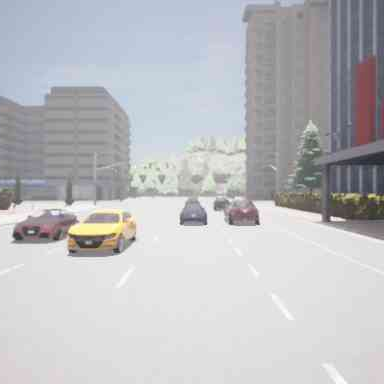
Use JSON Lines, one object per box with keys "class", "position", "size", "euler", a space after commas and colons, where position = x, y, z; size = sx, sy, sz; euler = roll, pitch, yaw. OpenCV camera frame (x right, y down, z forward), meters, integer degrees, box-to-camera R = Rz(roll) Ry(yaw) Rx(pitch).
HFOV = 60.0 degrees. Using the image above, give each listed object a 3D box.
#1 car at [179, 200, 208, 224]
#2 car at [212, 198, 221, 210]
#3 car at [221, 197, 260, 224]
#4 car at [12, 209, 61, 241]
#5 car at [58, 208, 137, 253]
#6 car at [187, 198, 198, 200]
{"class": "car", "position": [0.106, 1.532, 24.379], "size": [1.994, 1.385, 4.181], "euler": [0, 0, 0]}
{"class": "car", "position": [3.585, 1.423, 41.101], "size": [1.882, 1.535, 5.008], "euler": [0, 0, 0]}
{"class": "car", "position": [3.546, 1.319, 24.353], "size": [2.097, 1.767, 4.553], "euler": [0, 0, 0]}
{"class": "car", "position": [-6.997, 1.542, 16.440], "size": [1.994, 1.385, 4.181], "euler": [0, 0, 0]}
{"class": "car", "position": [-3.502, 1.459, 13.760], "size": [1.882, 1.535, 5.008], "euler": [0, 0, 0]}
{"class": "car", "position": [0.085, 1.451, 40.813], "size": [1.837, 1.490, 4.892], "euler": [0, 0, 0]}
